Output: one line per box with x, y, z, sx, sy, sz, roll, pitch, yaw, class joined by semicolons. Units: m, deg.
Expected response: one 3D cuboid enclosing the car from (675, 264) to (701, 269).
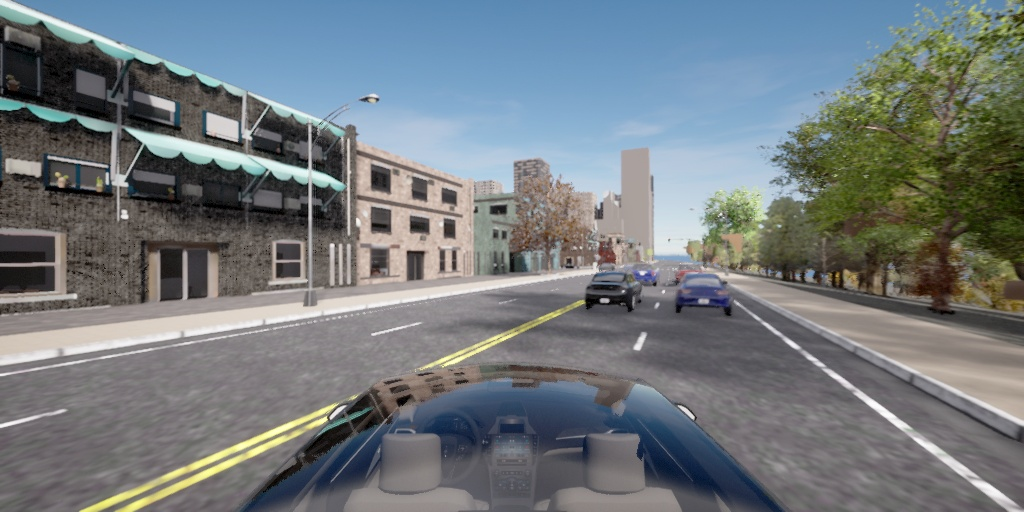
13.661;1.359;27.564;2.097;1.767;4.553;0;-1;25;car

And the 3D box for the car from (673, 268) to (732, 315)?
7.563;1.401;14.392;1.812;1.442;4.674;0;0;25;car

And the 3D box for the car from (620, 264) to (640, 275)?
16.536;1.790;50.081;2.033;1.411;5.357;0;-1;24;car

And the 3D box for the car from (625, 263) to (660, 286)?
10.712;1.376;28.928;2.097;1.767;4.553;0;-1;25;car

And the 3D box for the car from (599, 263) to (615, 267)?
13.708;1.740;51.714;1.882;1.535;5.008;0;-1;24;car

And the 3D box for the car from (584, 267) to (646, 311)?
4.440;1.396;15.390;1.837;1.490;4.892;0;0;25;car
